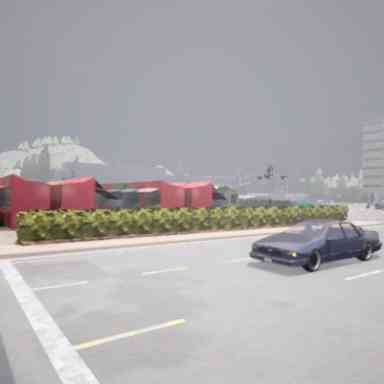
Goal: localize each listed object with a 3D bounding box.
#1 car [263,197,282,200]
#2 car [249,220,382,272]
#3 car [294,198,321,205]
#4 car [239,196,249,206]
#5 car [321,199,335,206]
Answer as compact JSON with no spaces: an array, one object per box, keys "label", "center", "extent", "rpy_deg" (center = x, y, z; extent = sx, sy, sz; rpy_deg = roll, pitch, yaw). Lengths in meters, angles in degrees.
[{"label":"car","center":[17.457,2.239,69.919],"extent":[1.970,1.475,3.806],"rpy_deg":[1,-1,-35]},{"label":"car","center":[4.431,1.672,11.398],"extent":[5.357,1.411,2.033],"rpy_deg":[1,-1,-35]},{"label":"car","center":[16.813,1.818,51.004],"extent":[1.932,1.855,4.605],"rpy_deg":[1,-1,-35]},{"label":"car","center":[12.099,2.105,87.409],"extent":[1.932,1.855,4.605],"rpy_deg":[1,-1,-35]},{"label":"car","center":[21.359,2.134,54.231],"extent":[1.970,1.475,3.806],"rpy_deg":[1,-1,-35]}]
